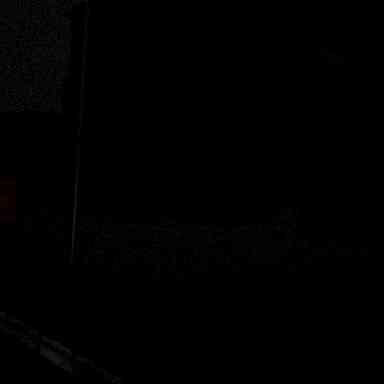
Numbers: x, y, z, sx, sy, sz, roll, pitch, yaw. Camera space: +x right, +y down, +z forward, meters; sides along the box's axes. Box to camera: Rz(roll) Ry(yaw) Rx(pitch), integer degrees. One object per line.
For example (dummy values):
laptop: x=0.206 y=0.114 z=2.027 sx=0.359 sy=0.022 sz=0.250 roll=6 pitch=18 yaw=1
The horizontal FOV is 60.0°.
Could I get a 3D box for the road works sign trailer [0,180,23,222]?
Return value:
road works sign trailer: x=-10.933 y=0.515 z=17.098 sx=2.880 sy=2.380 sz=3.560 roll=3 pitch=3 yaw=-7
